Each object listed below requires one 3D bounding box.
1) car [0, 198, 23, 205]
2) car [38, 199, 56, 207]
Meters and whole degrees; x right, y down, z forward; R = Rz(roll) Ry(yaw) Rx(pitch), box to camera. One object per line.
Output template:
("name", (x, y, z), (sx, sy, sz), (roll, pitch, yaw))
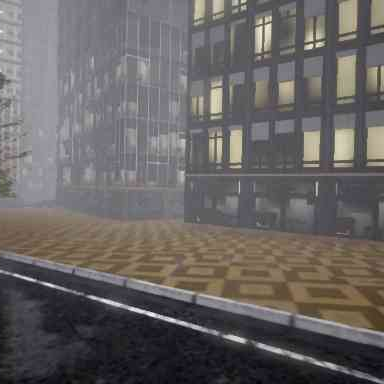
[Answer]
("car", (-33.784, 1.744, 61.806), (4.403, 1.369, 2.008), (1, 1, -34))
("car", (-24.658, 1.982, 58.504), (4.507, 1.381, 1.887), (1, 1, -34))
